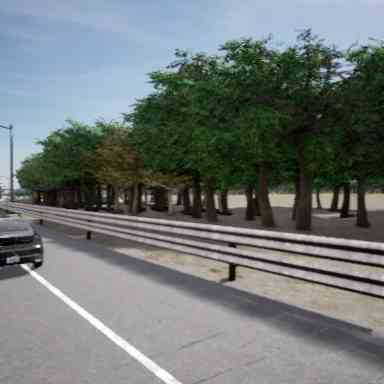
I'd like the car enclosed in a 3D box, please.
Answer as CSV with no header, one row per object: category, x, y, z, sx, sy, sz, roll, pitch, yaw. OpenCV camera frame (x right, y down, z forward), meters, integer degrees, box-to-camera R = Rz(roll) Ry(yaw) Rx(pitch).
car,-6.253,1.593,10.852,1.837,1.490,4.892,-1,0,-37
